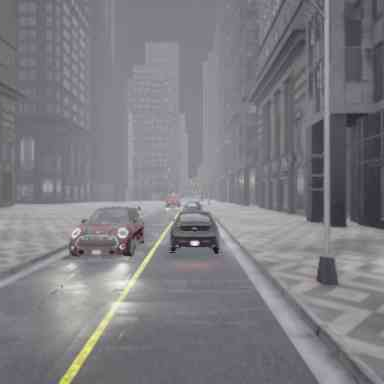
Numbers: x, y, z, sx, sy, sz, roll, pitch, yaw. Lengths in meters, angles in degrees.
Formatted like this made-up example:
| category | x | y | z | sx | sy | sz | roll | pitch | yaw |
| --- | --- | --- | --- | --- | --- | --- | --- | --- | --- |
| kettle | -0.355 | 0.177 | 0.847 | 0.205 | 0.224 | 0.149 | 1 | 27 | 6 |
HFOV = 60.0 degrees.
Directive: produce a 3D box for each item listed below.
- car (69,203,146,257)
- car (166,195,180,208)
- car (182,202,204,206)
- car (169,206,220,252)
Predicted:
| category | x | y | z | sx | sy | sz | roll | pitch | yaw |
| --- | --- | --- | --- | --- | --- | --- | --- | --- | --- |
| car | -3.103 | 1.371 | 13.023 | 2.097 | 1.767 | 4.553 | 0 | 0 | 0 |
| car | -3.077 | 1.467 | 54.845 | 2.150 | 2.045 | 5.566 | 0 | 0 | 0 |
| car | 0.092 | 1.614 | 30.601 | 1.812 | 1.442 | 4.674 | 0 | 0 | 0 |
| car | 0.097 | 1.526 | 13.923 | 1.837 | 1.490 | 4.892 | 0 | 0 | 0 |
